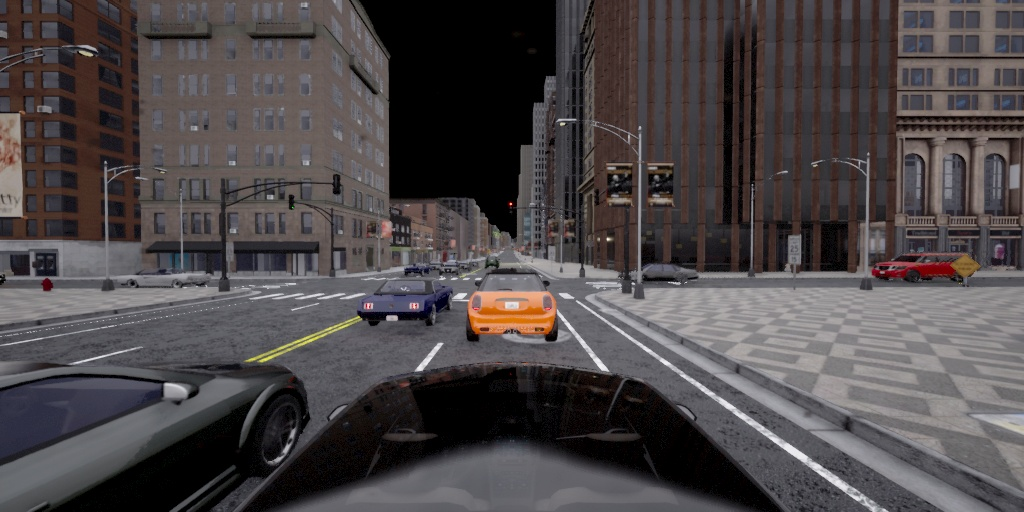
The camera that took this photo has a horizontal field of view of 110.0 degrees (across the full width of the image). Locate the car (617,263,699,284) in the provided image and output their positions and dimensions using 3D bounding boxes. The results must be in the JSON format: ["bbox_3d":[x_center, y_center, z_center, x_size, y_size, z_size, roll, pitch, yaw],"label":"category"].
[{"bbox_3d":[10.417,1.216,25.786,5.357,1.411,2.033,0,1,3],"label":"car"}]

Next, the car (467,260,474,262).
[{"bbox_3d":[-6.597,1.338,48.853,1.994,1.385,4.181,0,0,0],"label":"car"}]

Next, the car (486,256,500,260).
[{"bbox_3d":[-3.149,1.000,58.760,2.150,2.045,5.566,0,0,0],"label":"car"}]

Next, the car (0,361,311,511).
[{"bbox_3d":[-3.168,1.313,2.107,1.994,1.385,4.181,0,0,2],"label":"car"}]

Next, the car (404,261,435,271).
[{"bbox_3d":[-9.850,1.367,37.687,1.895,1.301,4.718,0,0,0],"label":"car"}]

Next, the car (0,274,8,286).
[{"bbox_3d":[-36.841,1.493,23.749,4.718,1.301,1.895,0,1,0],"label":"car"}]

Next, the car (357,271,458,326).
[{"bbox_3d":[-3.149,1.350,11.657,1.895,1.301,4.718,0,0,0],"label":"car"}]

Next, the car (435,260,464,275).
[{"bbox_3d":[-6.598,1.331,38.894,1.994,1.385,4.181,0,0,0],"label":"car"}]

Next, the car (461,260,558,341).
[{"bbox_3d":[0.010,1.101,10.005,2.097,1.767,4.553,0,0,0],"label":"car"}]

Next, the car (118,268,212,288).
[{"bbox_3d":[-22.754,1.446,23.638,4.718,1.301,1.895,0,1,1],"label":"car"}]

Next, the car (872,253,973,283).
[{"bbox_3d":[29.334,0.818,25.725,5.566,2.045,2.150,0,1,0],"label":"car"}]

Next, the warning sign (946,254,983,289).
[{"bbox_3d":[25.178,0.827,19.909,1.060,1.860,1.300,0,0,0],"label":"warning sign"}]
